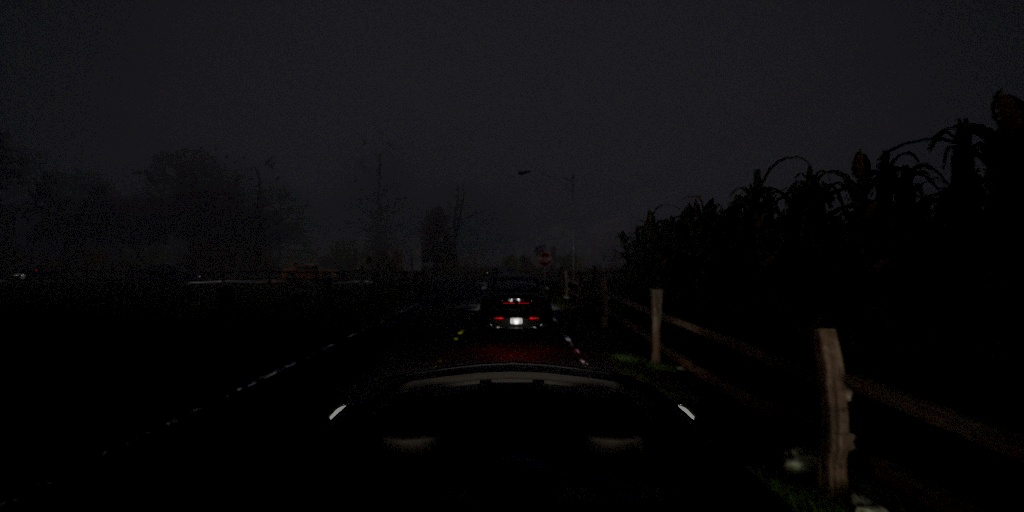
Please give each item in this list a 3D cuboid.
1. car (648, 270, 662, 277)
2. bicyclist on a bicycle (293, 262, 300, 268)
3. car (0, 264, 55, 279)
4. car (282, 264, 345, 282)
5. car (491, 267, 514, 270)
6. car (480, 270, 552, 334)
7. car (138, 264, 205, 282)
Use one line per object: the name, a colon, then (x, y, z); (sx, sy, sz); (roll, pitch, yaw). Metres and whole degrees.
car: (15.032, 1.525, 33.775); (4.718, 1.301, 1.895); (0, 0, 1)
bicyclist on a bicycle: (-22.428, 1.472, 37.309); (0.582, 1.620, 1.656); (0, 0, 1)
car: (-47.225, 1.515, 34.576); (4.892, 1.490, 1.837); (0, 0, 1)
car: (-17.235, 1.446, 31.267); (5.008, 1.535, 1.882); (0, 0, 1)
car: (-0.684, 1.452, 25.439); (2.033, 1.411, 5.357); (0, 0, -12)
car: (0.098, 1.313, 10.836); (1.837, 1.490, 4.892); (0, -1, 0)
car: (-29.769, 1.484, 31.439); (4.892, 1.490, 1.837); (1, 0, 1)
